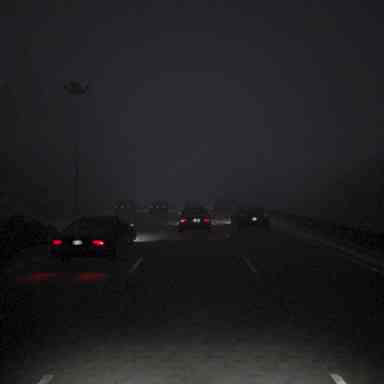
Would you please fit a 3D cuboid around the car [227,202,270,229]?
[{"bbox_3d":[3.658,1.549,21.488,1.994,1.385,4.181,0,0,0],"label":"car"}]

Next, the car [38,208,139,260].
[{"bbox_3d":[-3.351,1.539,12.283,2.033,1.411,5.357,0,0,0],"label":"car"}]

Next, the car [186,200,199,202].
[{"bbox_3d":[0.077,1.573,39.143,1.895,1.301,4.718,0,0,0],"label":"car"}]

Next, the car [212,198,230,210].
[{"bbox_3d":[3.573,1.463,40.169,2.128,1.511,4.902,0,0,0],"label":"car"}]

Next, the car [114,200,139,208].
[{"bbox_3d":[-6.902,1.522,35.226,2.033,1.411,5.357,0,0,0],"label":"car"}]

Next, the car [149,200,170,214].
[{"bbox_3d":[-3.401,1.522,35.228,2.033,1.411,5.357,0,0,0],"label":"car"}]

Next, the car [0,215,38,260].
[{"bbox_3d":[-6.851,1.539,12.288,2.033,1.411,5.357,0,0,0],"label":"car"}]

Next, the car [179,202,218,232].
[{"bbox_3d":[0.167,1.533,19.780,2.033,1.411,5.357,0,0,0],"label":"car"}]
